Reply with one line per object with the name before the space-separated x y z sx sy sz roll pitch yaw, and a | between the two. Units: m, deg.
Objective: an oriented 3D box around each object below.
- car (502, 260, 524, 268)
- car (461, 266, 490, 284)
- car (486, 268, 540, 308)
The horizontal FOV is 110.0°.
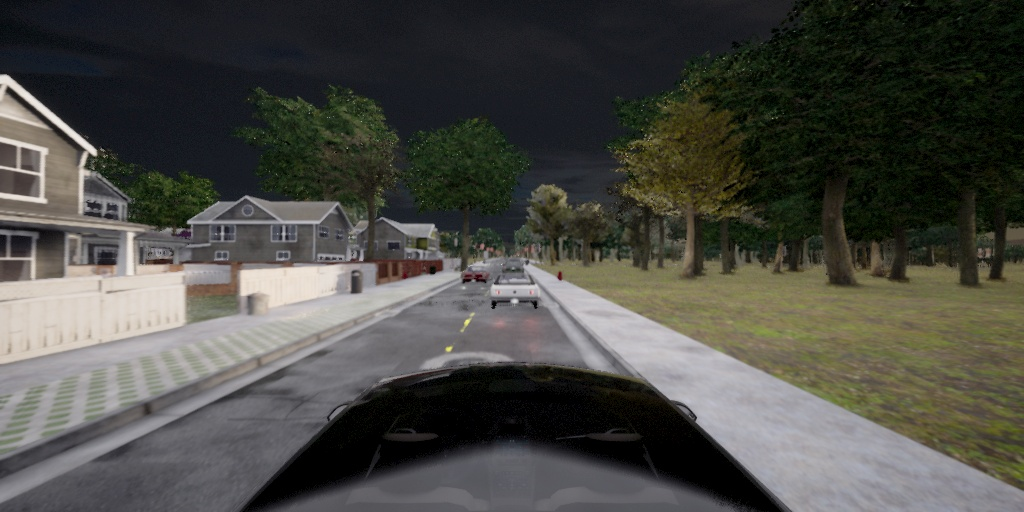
car | 0.119 1.165 35.530 2.097 1.767 4.553 0 0 0
car | -2.735 1.457 27.670 1.895 1.301 4.718 0 0 0
car | 0.105 1.380 15.455 1.895 1.301 4.718 0 0 0
